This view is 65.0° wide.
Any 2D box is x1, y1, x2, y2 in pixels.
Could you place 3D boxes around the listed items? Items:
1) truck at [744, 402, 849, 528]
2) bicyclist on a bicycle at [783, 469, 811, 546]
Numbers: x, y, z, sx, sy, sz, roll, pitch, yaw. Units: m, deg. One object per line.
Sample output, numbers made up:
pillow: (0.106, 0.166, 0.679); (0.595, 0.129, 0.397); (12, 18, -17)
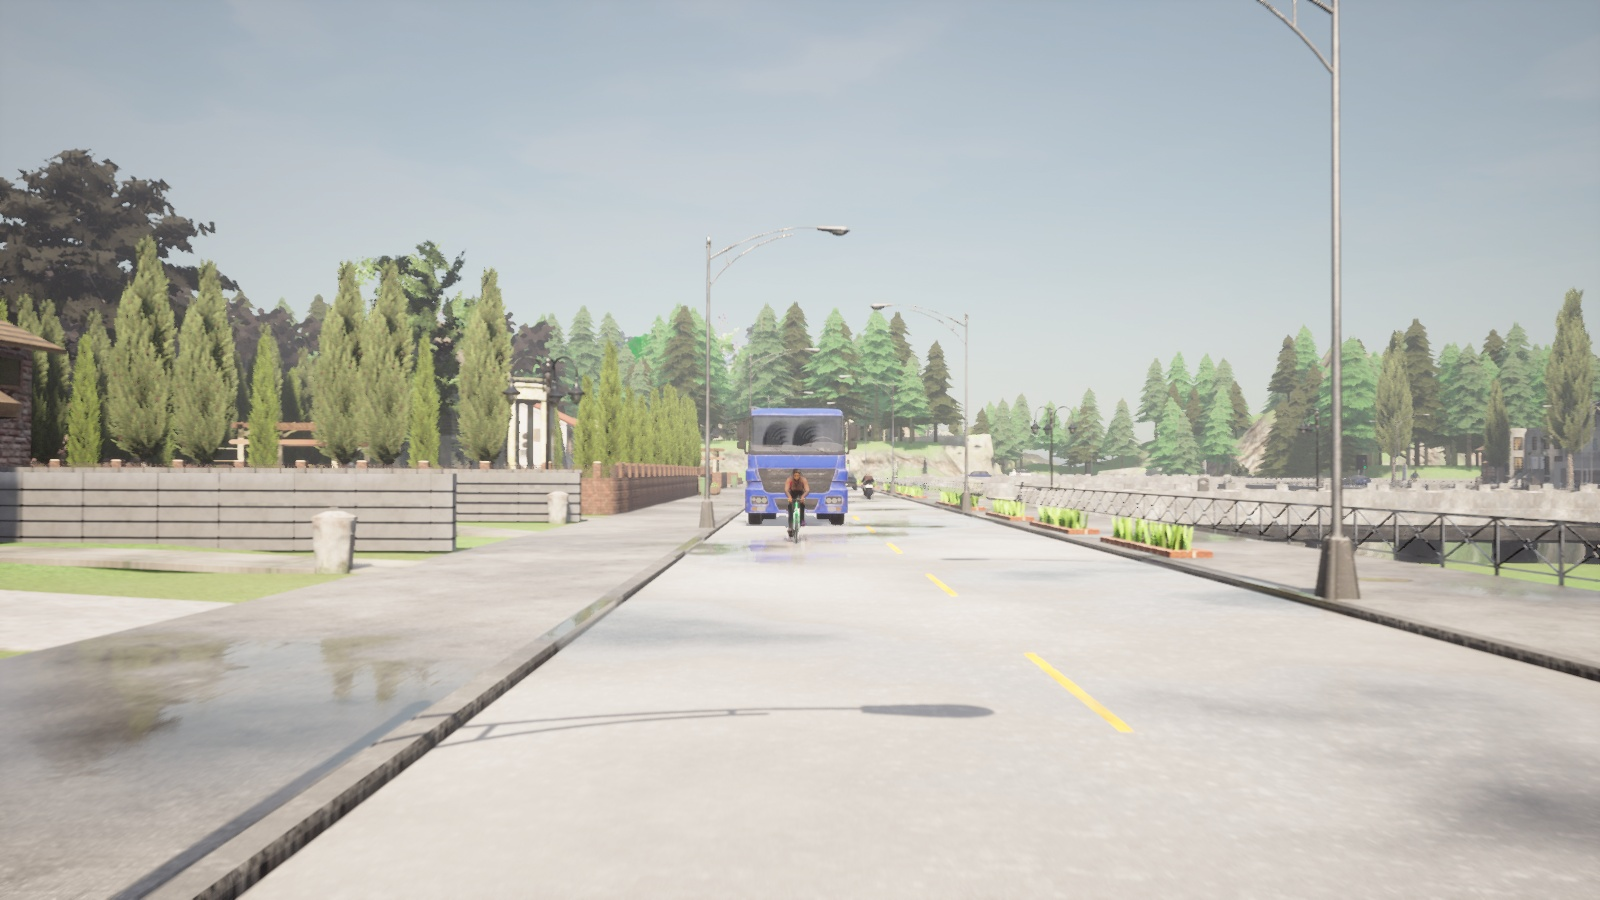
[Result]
truck: (-0.096, 0.481, 38.673); (2.891, 3.462, 7.936); (0, -1, 0)
bicyclist on a bicycle: (-0.065, 1.223, 27.205); (0.582, 1.620, 1.656); (0, -1, 0)
